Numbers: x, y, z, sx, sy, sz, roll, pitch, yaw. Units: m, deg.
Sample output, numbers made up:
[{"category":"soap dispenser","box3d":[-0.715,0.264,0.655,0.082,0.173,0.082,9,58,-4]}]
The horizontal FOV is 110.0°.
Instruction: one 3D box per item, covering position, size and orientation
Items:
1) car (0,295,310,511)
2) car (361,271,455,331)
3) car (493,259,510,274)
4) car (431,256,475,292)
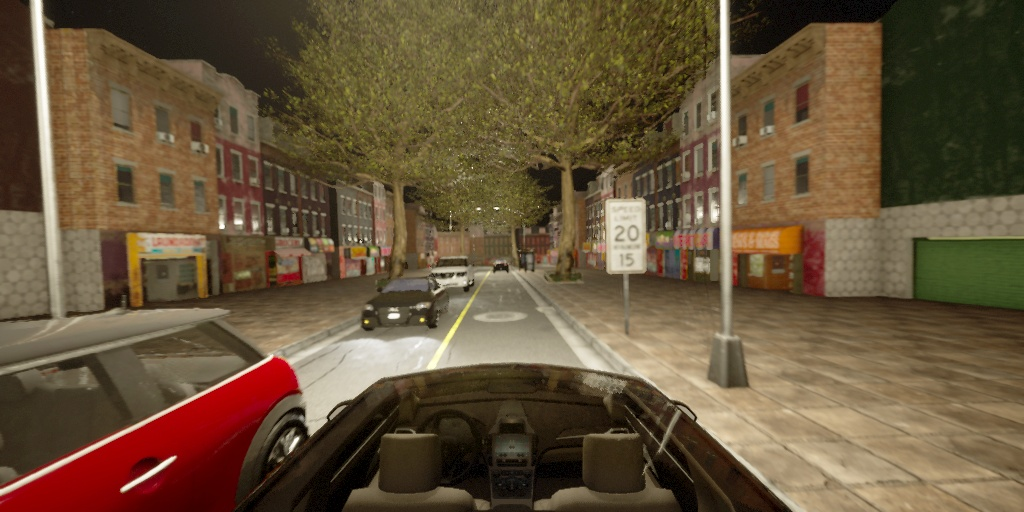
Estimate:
[{"category":"car","box3d":[-2.779,1.180,1.217,2.097,1.767,4.553,-2,0,-2]},{"category":"car","box3d":[-3.134,1.359,11.238,1.994,1.385,4.181,-2,0,-2]},{"category":"car","box3d":[-1.311,1.241,42.597,2.128,1.511,4.902,-2,0,-2]},{"category":"car","box3d":[-3.504,1.004,21.738,2.150,2.045,5.566,-2,0,-1]}]
